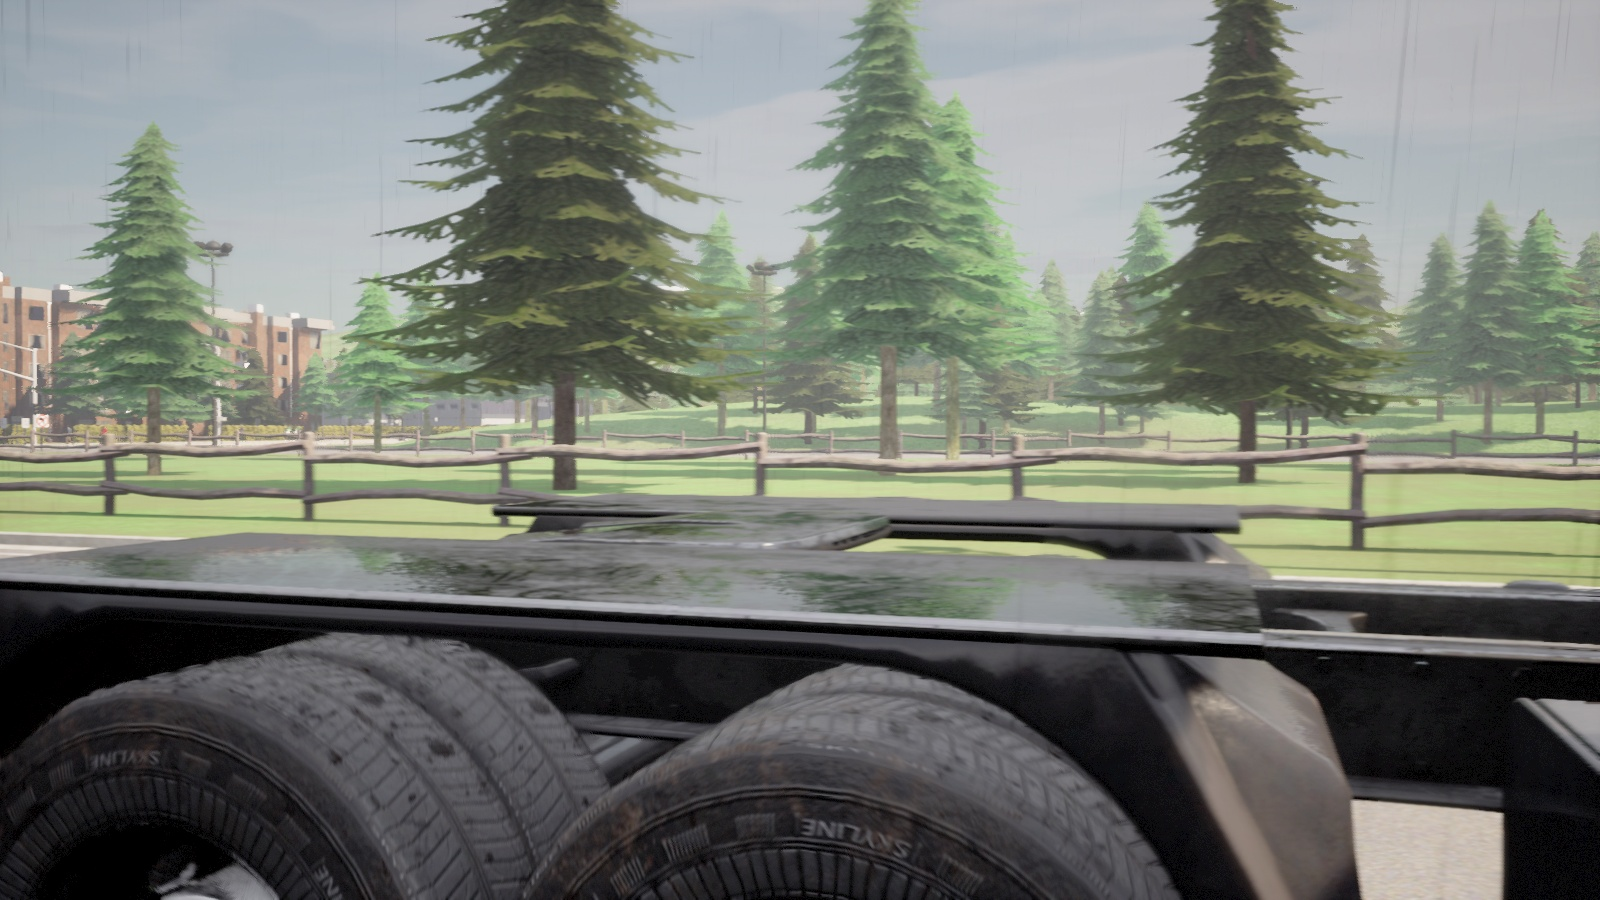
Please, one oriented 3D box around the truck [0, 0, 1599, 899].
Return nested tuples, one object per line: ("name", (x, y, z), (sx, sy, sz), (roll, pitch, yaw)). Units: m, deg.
("truck", (1.840, -0.188, 2.559), (7.936, 3.462, 2.891), (1, 1, 19))
